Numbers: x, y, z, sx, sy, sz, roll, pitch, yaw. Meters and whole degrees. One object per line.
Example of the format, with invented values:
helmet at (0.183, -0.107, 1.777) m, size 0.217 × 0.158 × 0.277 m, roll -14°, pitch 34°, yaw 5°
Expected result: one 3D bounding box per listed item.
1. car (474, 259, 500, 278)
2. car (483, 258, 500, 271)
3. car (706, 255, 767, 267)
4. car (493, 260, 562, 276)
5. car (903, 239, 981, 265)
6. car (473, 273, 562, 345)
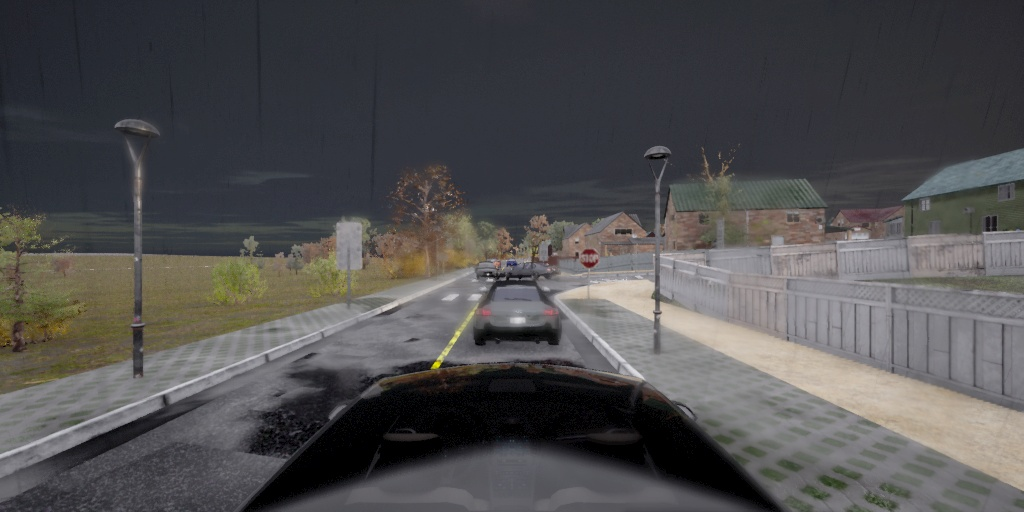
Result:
car at (-2.271, 1.257, 31.391) m, size 1.837 × 1.490 × 4.892 m, roll 0°, pitch 0°, yaw -8°
car at (-2.881, 1.120, 51.209) m, size 2.097 × 1.767 × 4.553 m, roll 0°, pitch 0°, yaw 1°
car at (14.373, 0.413, 22.867) m, size 4.181 × 1.385 × 1.994 m, roll -3°, pitch 0°, yaw 16°
car at (1.318, 1.197, 28.482) m, size 5.357 × 1.411 × 2.033 m, roll -4°, pitch -3°, yaw 43°
car at (23.875, -0.208, 20.452) m, size 4.902 × 1.511 × 2.128 m, roll -3°, pitch 0°, yaw 14°
car at (0.097, 1.313, 9.467) m, size 1.994 × 1.385 × 4.181 m, roll 0°, pitch 0°, yaw -1°
